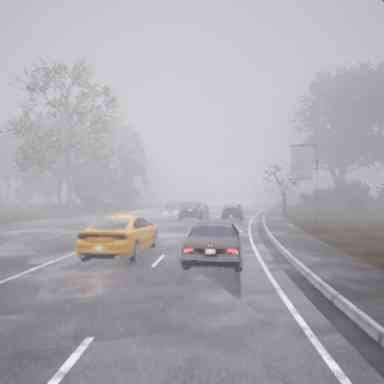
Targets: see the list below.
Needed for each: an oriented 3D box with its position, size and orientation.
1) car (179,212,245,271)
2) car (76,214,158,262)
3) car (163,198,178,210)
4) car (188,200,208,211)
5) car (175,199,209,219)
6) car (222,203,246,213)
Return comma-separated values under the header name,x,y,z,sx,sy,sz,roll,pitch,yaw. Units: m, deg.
name,x,y,z,sx,sy,sz,roll,pitch,yaw
car,0.748,1.660,11.408,2.033,1.411,5.357,0,-1,6
car,-2.618,1.592,12.717,1.882,1.535,5.008,0,0,6
car,-2.584,1.784,49.036,2.097,1.767,4.553,0,0,16
car,0.999,1.969,48.867,1.812,1.442,4.674,0,0,16
car,0.265,1.643,30.643,2.097,1.767,4.553,0,-1,12
car,3.841,1.810,30.668,1.837,1.490,4.892,0,-1,12
